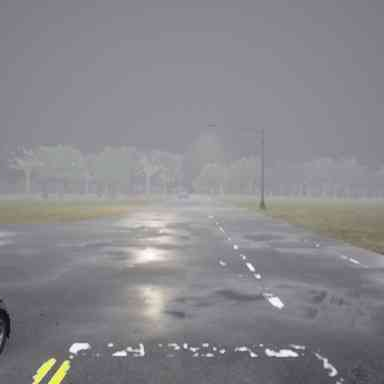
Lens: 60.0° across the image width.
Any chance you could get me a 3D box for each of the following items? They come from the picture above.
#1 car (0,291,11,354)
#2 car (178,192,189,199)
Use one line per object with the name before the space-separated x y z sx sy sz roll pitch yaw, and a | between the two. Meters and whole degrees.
car | -3.498 1.571 2.898 1.994 1.385 4.181 0 0 0
car | -2.238 0.922 88.266 2.150 2.045 5.566 0 0 7
